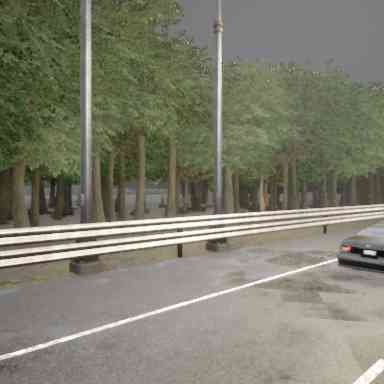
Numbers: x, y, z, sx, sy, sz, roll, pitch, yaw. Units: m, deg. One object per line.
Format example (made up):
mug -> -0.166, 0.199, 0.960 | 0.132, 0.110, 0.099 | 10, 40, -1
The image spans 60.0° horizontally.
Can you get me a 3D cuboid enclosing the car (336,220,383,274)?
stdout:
car -> 6.288, 1.544, 9.855 | 5.357, 1.411, 2.033 | 0, 0, -41
